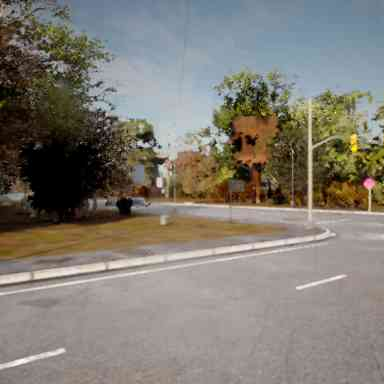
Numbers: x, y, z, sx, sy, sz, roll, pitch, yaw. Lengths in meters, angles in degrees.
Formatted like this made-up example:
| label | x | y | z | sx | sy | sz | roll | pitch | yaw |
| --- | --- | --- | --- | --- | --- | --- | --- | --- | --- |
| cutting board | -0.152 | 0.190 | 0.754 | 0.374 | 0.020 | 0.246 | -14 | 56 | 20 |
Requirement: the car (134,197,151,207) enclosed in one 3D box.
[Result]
| label | x | y | z | sx | sy | sz | roll | pitch | yaw |
| --- | --- | --- | --- | --- | --- | --- | --- | --- | --- |
| car | -8.015 | 1.494 | 50.377 | 1.812 | 1.442 | 4.674 | 0 | 0 | -38 |

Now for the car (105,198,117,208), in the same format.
| label | x | y | z | sx | sy | sz | roll | pitch | yaw |
| --- | --- | --- | --- | --- | --- | --- | --- | --- | --- |
| car | -11.031 | 1.537 | 48.546 | 1.994 | 1.385 | 4.181 | 0 | 0 | -38 |
